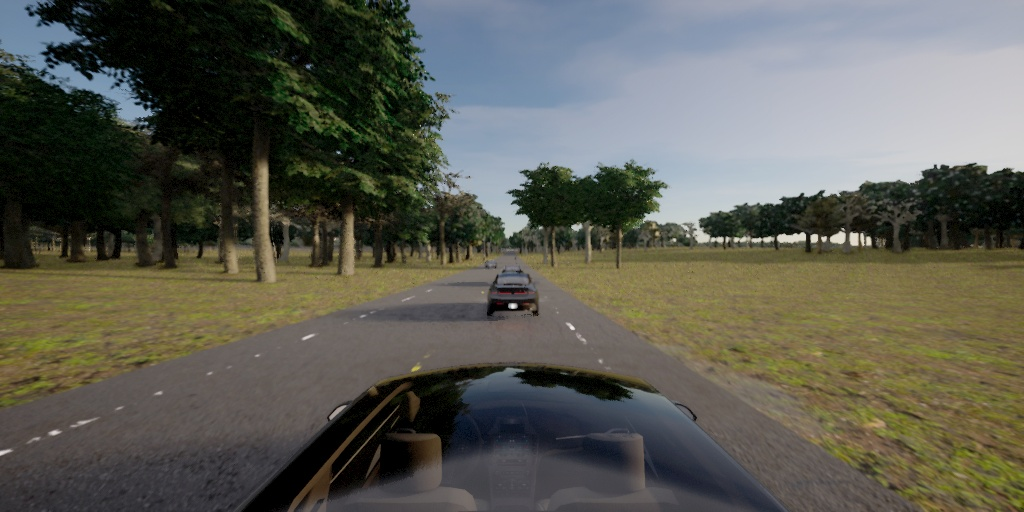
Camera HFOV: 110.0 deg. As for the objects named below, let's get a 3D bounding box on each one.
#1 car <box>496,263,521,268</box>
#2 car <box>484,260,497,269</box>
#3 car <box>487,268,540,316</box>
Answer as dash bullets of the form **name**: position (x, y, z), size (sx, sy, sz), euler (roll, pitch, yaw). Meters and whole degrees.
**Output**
- **car**: position (0.053, 1.459, 29.085), size (2.128, 1.511, 4.902), euler (0, 0, 0)
- **car**: position (-3.527, 1.397, 60.515), size (2.128, 1.511, 4.902), euler (0, 0, 1)
- **car**: position (0.050, 1.392, 14.157), size (1.837, 1.490, 4.892), euler (0, 0, 0)
